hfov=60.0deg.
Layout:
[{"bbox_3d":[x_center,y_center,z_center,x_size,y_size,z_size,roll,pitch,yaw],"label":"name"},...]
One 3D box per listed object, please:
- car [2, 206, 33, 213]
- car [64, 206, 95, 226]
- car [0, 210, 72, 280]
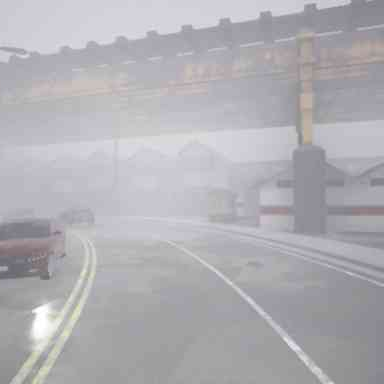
[{"bbox_3d":[-19.073,2.317,36.420,4.892,1.490,1.837,-2,-2,38],"label":"car"},{"bbox_3d":[-9.239,1.850,26.441,2.128,1.511,4.902,0,-2,-35],"label":"car"},{"bbox_3d":[-4.983,1.529,10.078,1.882,1.535,5.008,0,-1,-14],"label":"car"}]
